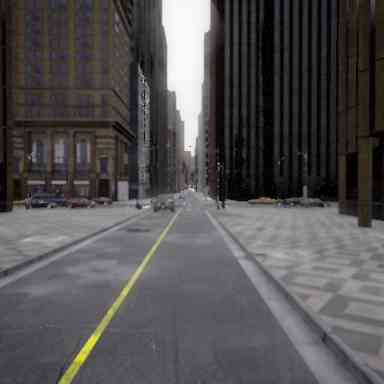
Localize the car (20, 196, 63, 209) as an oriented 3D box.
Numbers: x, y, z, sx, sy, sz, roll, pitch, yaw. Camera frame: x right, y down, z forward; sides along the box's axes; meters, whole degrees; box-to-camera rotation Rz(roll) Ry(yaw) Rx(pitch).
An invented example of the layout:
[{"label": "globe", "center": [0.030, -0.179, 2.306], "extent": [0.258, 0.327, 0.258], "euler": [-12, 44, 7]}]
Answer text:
[{"label": "car", "center": [-21.010, 1.684, 46.616], "extent": [4.403, 1.369, 2.008], "euler": [0, 1, 0]}]

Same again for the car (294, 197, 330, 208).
[{"label": "car", "center": [17.151, 1.568, 46.749], "extent": [4.403, 1.369, 2.008], "euler": [0, 1, 0]}]

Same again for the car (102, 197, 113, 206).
[{"label": "car", "center": [-15.340, 1.536, 55.160], "extent": [4.403, 1.369, 2.008], "euler": [0, 1, 0]}]

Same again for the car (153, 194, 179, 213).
[{"label": "car", "center": [-3.018, 1.224, 37.379], "extent": [2.150, 2.045, 5.566], "euler": [0, 0, 0]}]

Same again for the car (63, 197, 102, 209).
[{"label": "car", "center": [-15.341, 1.553, 46.634], "extent": [4.097, 1.590, 1.967], "euler": [0, 1, 0]}]

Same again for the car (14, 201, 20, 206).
[{"label": "car", "center": [-26.848, 1.557, 55.119], "extent": [4.829, 1.417, 1.752], "euler": [0, 1, 0]}]

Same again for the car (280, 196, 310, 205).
[{"label": "car", "center": [17.050, 1.435, 55.272], "extent": [4.507, 1.381, 1.887], "euler": [0, 1, 0]}]

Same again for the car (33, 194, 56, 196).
[{"label": "car", "center": [-20.960, 1.414, 49.378], "extent": [5.566, 2.045, 2.150], "euler": [2, 1, 0]}]

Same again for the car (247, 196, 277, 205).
[{"label": "car", "center": [11.580, 1.429, 55.253], "extent": [4.829, 1.417, 1.752], "euler": [0, 1, 0]}]

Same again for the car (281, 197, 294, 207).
[{"label": "car", "center": [15.980, 1.491, 49.507], "extent": [4.892, 1.490, 1.837], "euler": [0, 1, 0]}]

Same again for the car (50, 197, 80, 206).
[{"label": "car", "center": [-21.011, 1.572, 55.140], "extent": [4.313, 1.339, 1.947], "euler": [0, 1, 0]}]
